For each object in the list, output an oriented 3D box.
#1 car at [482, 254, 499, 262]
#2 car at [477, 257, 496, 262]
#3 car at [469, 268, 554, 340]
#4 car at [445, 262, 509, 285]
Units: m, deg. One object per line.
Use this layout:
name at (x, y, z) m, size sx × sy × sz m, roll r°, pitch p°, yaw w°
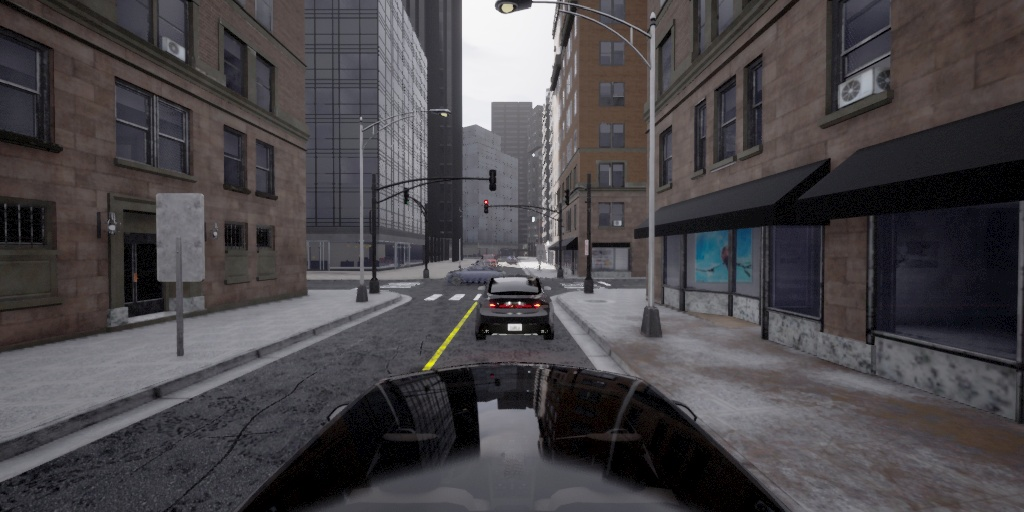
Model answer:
car at (-3.138, 0.808, 48.256) m, size 2.150 × 2.045 × 5.566 m, roll 0°, pitch 1°, yaw 0°
car at (-3.124, 1.162, 37.952) m, size 2.128 × 1.511 × 4.902 m, roll 0°, pitch 0°, yaw 0°
car at (0.073, 1.252, 9.961) m, size 1.837 × 1.490 × 4.892 m, roll 0°, pitch 0°, yaw 0°
car at (-2.510, 1.295, 25.109) m, size 4.181 × 1.385 × 1.994 m, roll 0°, pitch 0°, yaw 0°
